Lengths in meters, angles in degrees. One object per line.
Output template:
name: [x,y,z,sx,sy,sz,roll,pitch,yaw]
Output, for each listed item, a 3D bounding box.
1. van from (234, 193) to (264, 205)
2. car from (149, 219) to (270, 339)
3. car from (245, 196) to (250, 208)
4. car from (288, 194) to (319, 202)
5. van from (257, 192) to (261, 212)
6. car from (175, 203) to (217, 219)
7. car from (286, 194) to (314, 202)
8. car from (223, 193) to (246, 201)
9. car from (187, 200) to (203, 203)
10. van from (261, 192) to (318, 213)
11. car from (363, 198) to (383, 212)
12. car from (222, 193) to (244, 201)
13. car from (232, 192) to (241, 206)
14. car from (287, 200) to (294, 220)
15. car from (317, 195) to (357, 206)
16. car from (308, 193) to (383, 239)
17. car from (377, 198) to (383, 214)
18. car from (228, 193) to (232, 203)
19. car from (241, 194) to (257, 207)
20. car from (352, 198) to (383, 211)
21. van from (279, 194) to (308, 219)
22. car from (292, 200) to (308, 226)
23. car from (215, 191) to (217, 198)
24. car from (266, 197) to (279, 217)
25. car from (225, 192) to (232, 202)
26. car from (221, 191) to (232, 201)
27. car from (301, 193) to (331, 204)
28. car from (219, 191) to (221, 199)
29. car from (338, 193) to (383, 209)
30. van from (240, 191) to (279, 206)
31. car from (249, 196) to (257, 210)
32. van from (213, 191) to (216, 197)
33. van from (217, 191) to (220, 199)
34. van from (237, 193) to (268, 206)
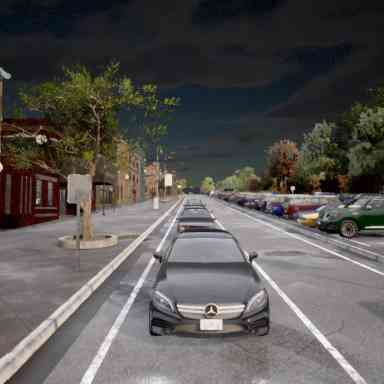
van: [9.154,1.088,53.456,4.442,1.987,1.878,0,1,0]
car: [0.255,1.524,6.803,1.812,1.442,4.674,0,0,0]
car: [9.130,1.465,39.439,4.674,1.452,2.002,0,0,0]
car: [21.853,1.208,65.156,5.366,1.575,1.946,0,0,0]
van: [9.287,1.222,33.829,4.442,1.987,1.878,0,0,0]
car: [0.198,1.532,17.382,2.033,1.411,5.357,0,0,0]
car: [22.025,1.188,67.934,4.892,1.521,2.231,0,1,0]
car: [8.892,1.039,70.275,4.553,1.767,2.185,0,1,0]
car: [0.229,1.442,29.830,2.128,1.511,4.902,0,0,0]
van: [9.073,1.230,31.025,4.442,1.987,1.878,0,0,0]
car: [22.197,1.468,37.393,4.792,1.488,2.163,0,0,0]
car: [8.873,1.014,73.078,4.553,1.767,2.185,0,1,0]
car: [9.048,1.113,47.848,5.566,2.045,2.435,0,1,0]
car: [9.250,1.506,22.613,4.674,1.452,2.002,0,0,0]
car: [22.318,1.332,51.280,5.366,1.575,1.946,0,1,0]
car: [9.257,1.220,17.006,5.566,2.045,2.435,0,0,0]
car: [22.430,1.443,34.623,5.366,1.575,1.946,0,0,0]
car: [9.012,1.290,56.261,4.892,1.521,2.231,0,1,0]
car: [9.120,1.408,42.242,4.892,1.521,2.231,0,0,0]
car: [22.236,1.451,40.177,4.792,1.488,2.163,0,0,0]
van: [9.345,1.237,25.417,4.442,1.987,1.878,0,0,0]
car: [9.081,1.466,19.809,5.366,1.575,1.946,0,0,0]
car: [8.842,1.064,81.488,5.008,1.535,2.097,0,1,0]
car: [9.204,1.460,28.219,5.008,1.535,2.097,0,0,0]
car: [8.978,1.279,61.867,4.674,1.452,2.002,0,1,0]
car: [8.933,0.963,64.668,5.566,2.045,2.435,0,1,0]
car: [22.107,1.135,59.606,4.553,1.767,2.185,0,1,0]
car: [8.914,0.938,67.471,5.566,2.045,2.435,0,1,0]
car: [22.160,1.153,42.949,5.566,2.045,2.435,0,0,0]
van: [9.211,1.163,45.049,4.442,1.987,1.878,0,0,0]
car: [9.181,1.469,36.632,4.792,1.488,2.163,0,0,0]
van: [8.673,0.764,89.895,4.442,1.987,1.878,0,1,0]
van: [8.749,0.863,78.683,4.442,1.987,1.878,0,1,0]
van: [9.173,1.113,50.653,4.442,1.987,1.878,0,1,0]
